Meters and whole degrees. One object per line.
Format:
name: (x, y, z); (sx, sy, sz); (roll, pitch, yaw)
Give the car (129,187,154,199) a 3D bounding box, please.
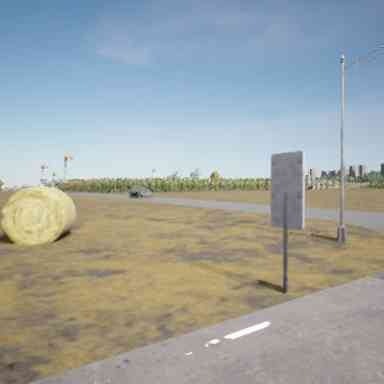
car: (-7.338, 0.069, 48.118); (2.097, 1.767, 4.553); (1, 1, -35)
